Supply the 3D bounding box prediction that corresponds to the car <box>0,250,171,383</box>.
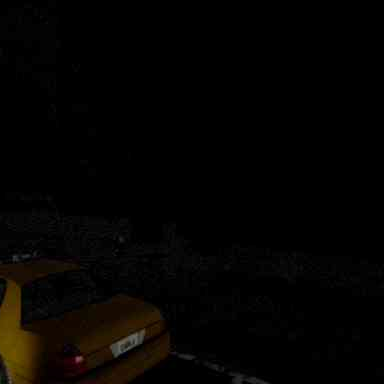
[{"bbox_3d":[-2.536,1.522,4.766,4.829,1.417,1.752,0,0,35],"label":"car"}]
